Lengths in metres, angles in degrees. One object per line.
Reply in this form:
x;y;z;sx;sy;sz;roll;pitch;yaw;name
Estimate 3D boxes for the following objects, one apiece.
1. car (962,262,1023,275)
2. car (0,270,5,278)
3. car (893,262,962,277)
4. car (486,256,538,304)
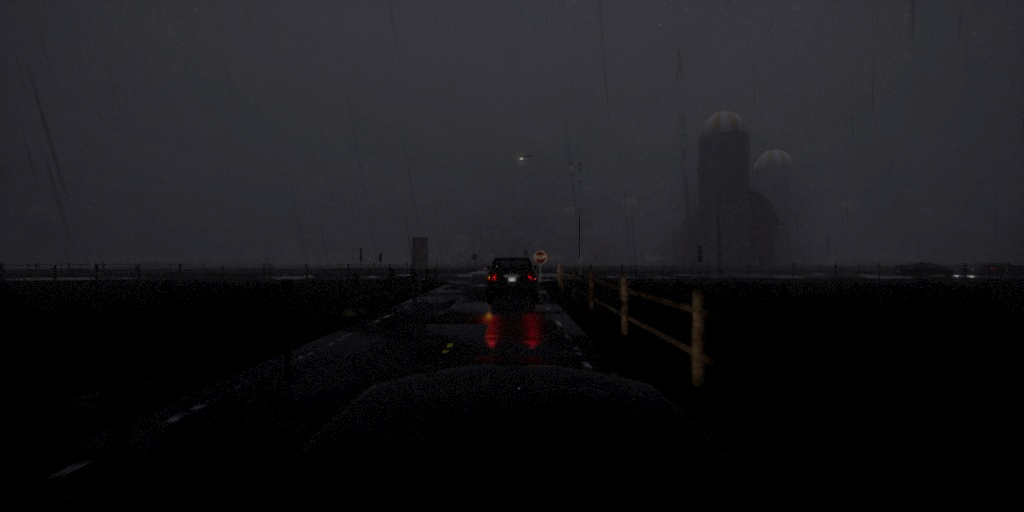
49.095;1.292;36.825;5.357;1.411;2.033;0;0;0;car
-51.822;1.602;34.260;4.718;1.301;1.895;0;0;0;car
39.090;1.249;34.093;4.674;1.442;1.812;0;0;0;car
0.000;1.006;16.531;2.150;2.045;5.566;0;0;0;car
